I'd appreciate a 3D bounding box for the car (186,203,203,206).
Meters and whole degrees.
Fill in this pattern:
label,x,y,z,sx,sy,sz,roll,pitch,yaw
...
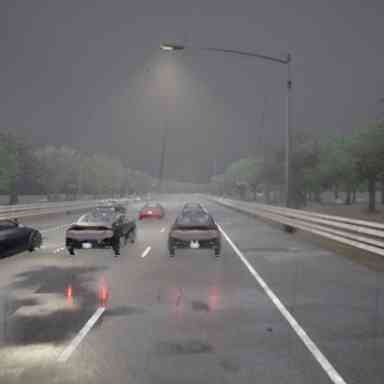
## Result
label,x,y,z,sx,sy,sz,roll,pitch,yaw
car,0.095,1.657,29.231,1.994,1.385,4.181,0,0,0

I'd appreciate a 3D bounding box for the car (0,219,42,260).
label,x,y,z,sx,sy,sz,roll,pitch,yaw
car,-6.912,1.598,11.432,1.994,1.385,4.181,0,0,0

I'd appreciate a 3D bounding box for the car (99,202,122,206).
label,x,y,z,sx,sy,sz,roll,pitch,yaw
car,-6.906,1.582,28.573,2.128,1.511,4.902,0,0,0

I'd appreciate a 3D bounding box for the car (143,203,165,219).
label,x,y,z,sx,sy,sz,roll,pitch,yaw
car,-3.406,1.656,29.100,1.994,1.385,4.181,0,0,0

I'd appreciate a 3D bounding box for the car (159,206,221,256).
label,x,y,z,sx,sy,sz,roll,pitch,yaw
car,0.093,1.530,13.233,2.128,1.511,4.902,0,0,0

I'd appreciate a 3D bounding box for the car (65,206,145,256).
label,x,y,z,sx,sy,sz,roll,pitch,yaw
car,-3.407,1.530,13.240,2.128,1.511,4.902,0,0,0
